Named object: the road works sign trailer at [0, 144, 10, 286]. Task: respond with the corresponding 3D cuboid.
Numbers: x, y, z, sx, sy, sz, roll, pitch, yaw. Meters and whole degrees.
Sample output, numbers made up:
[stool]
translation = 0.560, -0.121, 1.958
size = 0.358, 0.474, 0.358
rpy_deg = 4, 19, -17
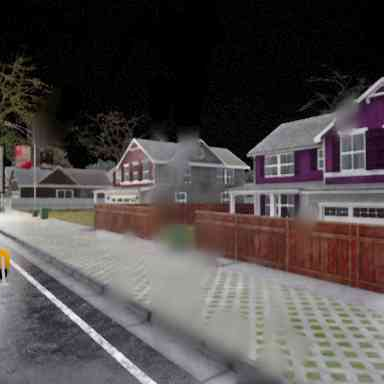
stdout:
[road works sign trailer]
translation = -6.103, 0.443, 8.406
size = 2.380, 3.560, 2.880
rpy_deg = 0, 0, -38
